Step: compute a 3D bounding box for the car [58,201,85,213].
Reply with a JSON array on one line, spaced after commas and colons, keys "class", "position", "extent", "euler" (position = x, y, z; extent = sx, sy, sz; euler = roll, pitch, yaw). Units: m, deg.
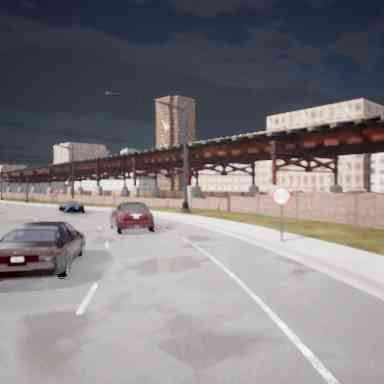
[{"class": "car", "position": [-13.858, 1.702, 38.089], "extent": [1.994, 1.385, 4.181], "euler": [-1, 0, -37]}]

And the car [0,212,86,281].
[{"class": "car", "position": [-4.447, 1.588, 10.039], "extent": [2.033, 1.411, 5.357], "euler": [-1, 0, -11]}]

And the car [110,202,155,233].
[{"class": "car", "position": [-3.691, 1.370, 19.984], "extent": [2.097, 1.767, 4.553], "euler": [-1, 0, -19]}]
